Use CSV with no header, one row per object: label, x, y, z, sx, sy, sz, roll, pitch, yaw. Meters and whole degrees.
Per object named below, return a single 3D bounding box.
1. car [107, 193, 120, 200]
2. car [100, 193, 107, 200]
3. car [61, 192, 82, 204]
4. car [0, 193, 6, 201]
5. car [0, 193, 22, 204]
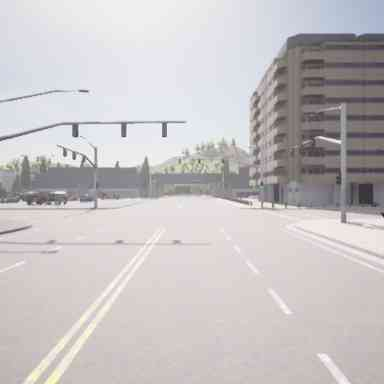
car,-21.048,1.120,91.241,1.932,1.855,4.605,0,0,0
car,-23.942,1.122,91.305,1.905,1.878,3.866,0,0,0
car,-26.710,1.359,73.848,1.970,1.475,3.806,0,0,0
car,-43.608,1.115,73.818,1.932,1.855,4.605,0,0,0
car,-32.532,1.356,58.766,1.970,1.475,3.806,0,0,0
